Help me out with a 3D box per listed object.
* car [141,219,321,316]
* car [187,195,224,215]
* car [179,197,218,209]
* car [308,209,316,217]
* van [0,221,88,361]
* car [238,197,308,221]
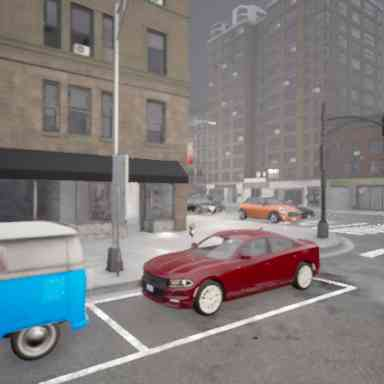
[{"bbox_3d":[1.045,1.542,7.504,4.507,1.381,1.887,0,1,-36],"label":"car"},{"bbox_3d":[0.353,1.258,30.773,2.128,1.511,4.902,1,0,-35],"label":"car"},{"bbox_3d":[0.741,1.322,41.843,2.033,1.411,5.357,1,0,-35],"label":"car"},{"bbox_3d":[7.149,1.392,26.764,2.033,1.411,5.357,1,0,-35],"label":"car"},{"bbox_3d":[-3.416,1.341,4.318,3.998,1.788,1.690,0,1,-36],"label":"van"},{"bbox_3d":[5.425,1.177,23.572,2.097,1.767,4.553,1,0,-35],"label":"car"}]
